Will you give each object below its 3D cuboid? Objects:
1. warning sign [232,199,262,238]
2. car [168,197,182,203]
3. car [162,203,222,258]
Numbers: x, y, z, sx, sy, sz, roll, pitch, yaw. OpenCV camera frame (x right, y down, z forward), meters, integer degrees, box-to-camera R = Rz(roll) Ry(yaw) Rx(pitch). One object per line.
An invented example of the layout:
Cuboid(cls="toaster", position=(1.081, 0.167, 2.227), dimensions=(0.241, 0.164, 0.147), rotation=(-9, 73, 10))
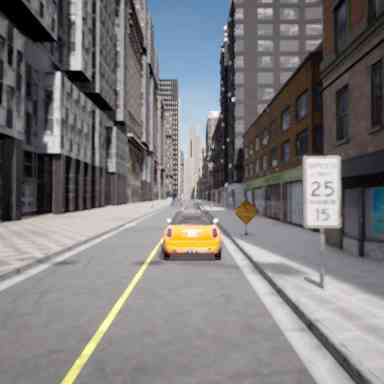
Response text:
Cuboid(cls="warning sign", position=(2.704, 1.283, 16.639), dimensions=(1.300, 1.860, 1.060), rotation=(-1, -1, 0))
Cuboid(cls="car", position=(-3.026, 1.984, 65.817), dimensions=(2.097, 1.767, 4.553), rotation=(0, -1, 0))
Cuboid(cls="car", position=(0.021, 1.487, 13.443), dimensions=(2.097, 1.767, 4.553), rotation=(0, -1, 0))
